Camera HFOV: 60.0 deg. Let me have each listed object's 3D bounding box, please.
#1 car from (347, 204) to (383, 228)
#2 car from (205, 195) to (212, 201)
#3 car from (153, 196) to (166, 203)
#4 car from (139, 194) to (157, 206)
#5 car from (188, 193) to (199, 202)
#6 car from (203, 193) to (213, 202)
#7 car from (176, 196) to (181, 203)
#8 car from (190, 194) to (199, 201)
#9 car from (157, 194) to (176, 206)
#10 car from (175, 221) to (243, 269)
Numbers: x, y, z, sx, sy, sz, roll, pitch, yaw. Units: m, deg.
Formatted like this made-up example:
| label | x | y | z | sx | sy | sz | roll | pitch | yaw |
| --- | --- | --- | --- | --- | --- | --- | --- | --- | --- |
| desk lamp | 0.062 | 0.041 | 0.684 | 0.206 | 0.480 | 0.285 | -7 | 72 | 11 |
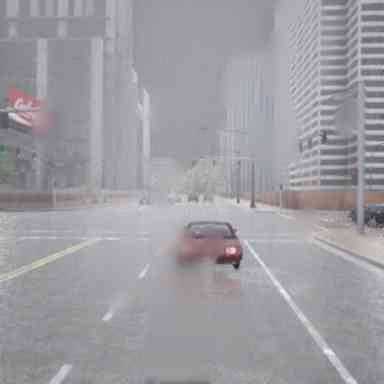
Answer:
| label | x | y | z | sx | sy | sz | roll | pitch | yaw |
| --- | --- | --- | --- | --- | --- | --- | --- | --- | --- |
| car | 13.162 | 1.607 | 22.534 | 4.892 | 1.490 | 1.837 | 0 | -1 | 1 |
| car | 4.225 | 1.483 | 87.164 | 1.812 | 1.442 | 4.674 | 0 | 0 | 3 |
| car | -6.997 | 1.574 | 72.721 | 2.128 | 1.511 | 4.902 | 0 | 0 | 3 |
| car | -7.810 | 1.517 | 57.284 | 2.128 | 1.511 | 4.902 | 0 | 0 | 3 |
| car | 0.207 | 1.310 | 76.677 | 2.150 | 2.045 | 5.566 | 0 | 0 | 3 |
| car | 3.703 | 1.330 | 76.506 | 2.150 | 2.045 | 5.566 | 0 | 0 | 3 |
| car | -3.503 | 1.593 | 72.506 | 2.128 | 1.511 | 4.902 | 0 | 0 | 3 |
| car | 0.729 | 1.294 | 87.306 | 2.097 | 1.767 | 4.553 | 0 | 0 | 3 |
| car | -4.321 | 1.570 | 57.037 | 1.812 | 1.442 | 4.674 | 0 | 0 | 3 |
| car | 0.602 | 1.618 | 11.292 | 1.895 | 1.301 | 4.718 | 0 | 0 | 4 |
